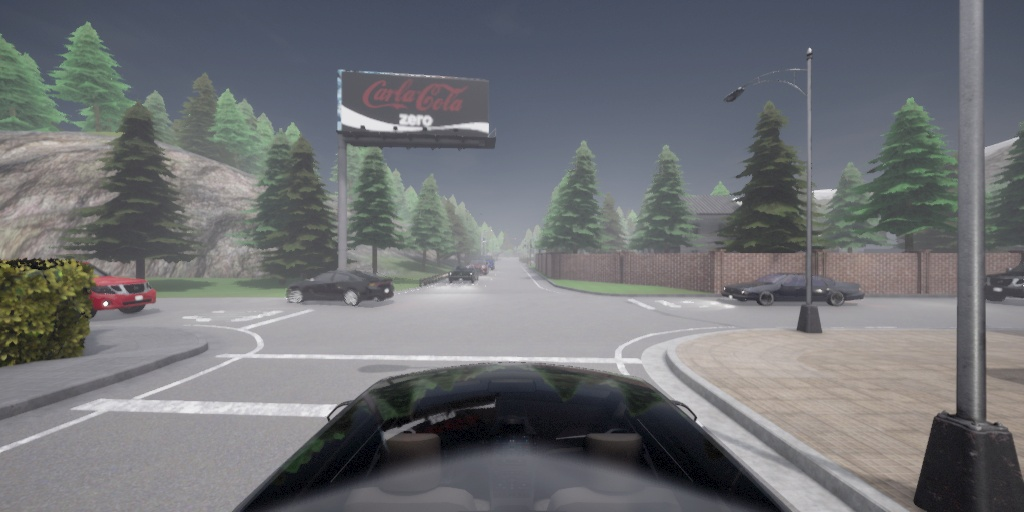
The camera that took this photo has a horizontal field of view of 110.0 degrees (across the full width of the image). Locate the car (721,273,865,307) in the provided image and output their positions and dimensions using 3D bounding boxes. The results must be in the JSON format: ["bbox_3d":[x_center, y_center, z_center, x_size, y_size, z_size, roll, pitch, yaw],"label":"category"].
[{"bbox_3d":[12.549,1.464,16.183,5.357,1.411,2.033,0,0,1],"label":"car"}]

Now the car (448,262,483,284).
[{"bbox_3d":[-3.590,1.334,27.319,1.895,1.301,4.718,0,0,0],"label":"car"}]

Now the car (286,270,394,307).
[{"bbox_3d":[-7.860,1.389,16.379,5.008,1.535,1.882,0,-1,17],"label":"car"}]

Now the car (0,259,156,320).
[{"bbox_3d":[-16.022,1.141,12.432,5.566,2.045,2.150,0,0,-7],"label":"car"}]

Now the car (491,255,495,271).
[{"bbox_3d":[-3.571,0.942,49.518,2.150,2.045,5.566,0,0,0],"label":"car"}]

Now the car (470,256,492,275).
[{"bbox_3d":[-3.585,1.078,37.446,2.097,1.767,4.553,0,0,0],"label":"car"}]

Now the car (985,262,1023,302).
[{"bbox_3d":[24.480,1.136,15.970,5.566,2.045,2.150,0,0,1],"label":"car"}]
